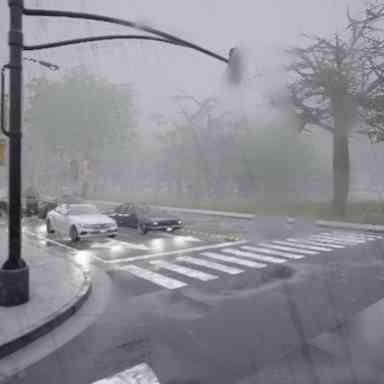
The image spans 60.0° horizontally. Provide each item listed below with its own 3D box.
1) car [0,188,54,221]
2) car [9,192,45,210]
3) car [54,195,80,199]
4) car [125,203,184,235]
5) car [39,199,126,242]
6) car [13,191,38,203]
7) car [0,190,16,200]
[{"bbox_3d":[-11.515,0.750,22.314,2.150,2.045,5.566,0,1,-41],"label":"car"},{"bbox_3d":[-16.213,0.800,32.510,1.882,1.535,5.008,0,1,-41],"label":"car"},{"bbox_3d":[-9.175,1.033,24.569,1.837,1.490,4.892,0,1,-42],"label":"car"},{"bbox_3d":[-2.691,1.269,17.317,2.033,1.411,5.357,0,1,-39],"label":"car"},{"bbox_3d":[-5.099,1.245,15.054,1.812,1.442,4.674,0,1,-42],"label":"car"},{"bbox_3d":[-22.447,0.597,44.706,1.812,1.442,4.674,0,1,-42],"label":"car"},{"bbox_3d":[-29.302,0.400,52.429,1.812,1.442,4.674,0,1,-42],"label":"car"}]
